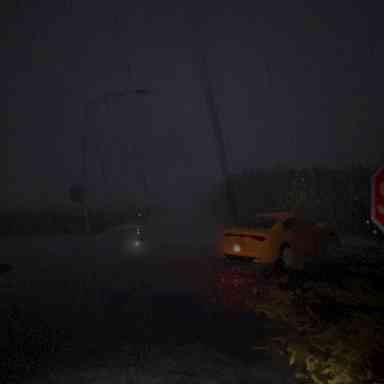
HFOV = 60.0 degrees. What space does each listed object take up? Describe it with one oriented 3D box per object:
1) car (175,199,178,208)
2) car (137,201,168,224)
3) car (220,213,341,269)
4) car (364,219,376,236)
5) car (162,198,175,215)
[{"bbox_3d":[-3.110,1.753,52.638,1.812,1.442,4.674,0,0,0],"label":"car"},{"bbox_3d":[-3.198,1.660,26.459,1.812,1.442,4.674,0,0,0],"label":"car"},{"bbox_3d":[3.068,1.420,11.097,5.008,1.535,1.882,-1,-1,-44],"label":"car"},{"bbox_3d":[10.678,1.548,15.470,4.718,1.301,1.895,0,0,-1],"label":"car"},{"bbox_3d":[-3.195,1.675,36.450,1.882,1.535,5.008,0,0,0],"label":"car"}]
